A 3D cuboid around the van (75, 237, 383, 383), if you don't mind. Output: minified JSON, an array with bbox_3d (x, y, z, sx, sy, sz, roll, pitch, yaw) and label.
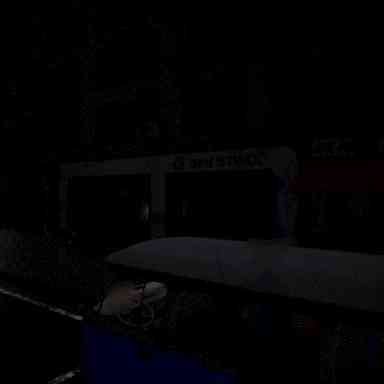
[{"bbox_3d":[0.829,1.341,2.485,3.998,1.788,1.690,0,0,36],"label":"van"}]
